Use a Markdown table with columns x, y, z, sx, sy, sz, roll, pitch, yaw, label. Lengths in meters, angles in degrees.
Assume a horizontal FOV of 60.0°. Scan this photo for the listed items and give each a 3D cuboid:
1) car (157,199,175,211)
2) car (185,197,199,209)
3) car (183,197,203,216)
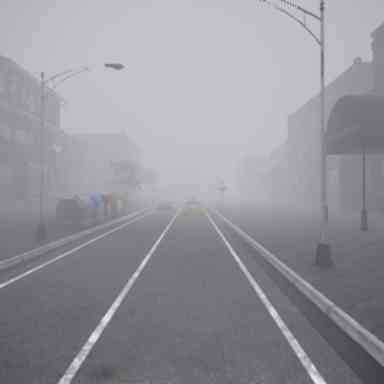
| x | y | z | sx | sy | sz | roll | pitch | yaw | label |
| --- | --- | --- | --- | --- | --- | --- | --- | --- | --- |
| -3.080 | 1.555 | 39.225 | 1.895 | 1.301 | 4.718 | 1 | 0 | 0 | car |
| 0.024 | 1.472 | 47.101 | 1.837 | 1.490 | 4.892 | 0 | 0 | 1 | car |
| 0.096 | 1.415 | 31.332 | 1.801 | 1.575 | 5.366 | 0 | 0 | 0 | car |
